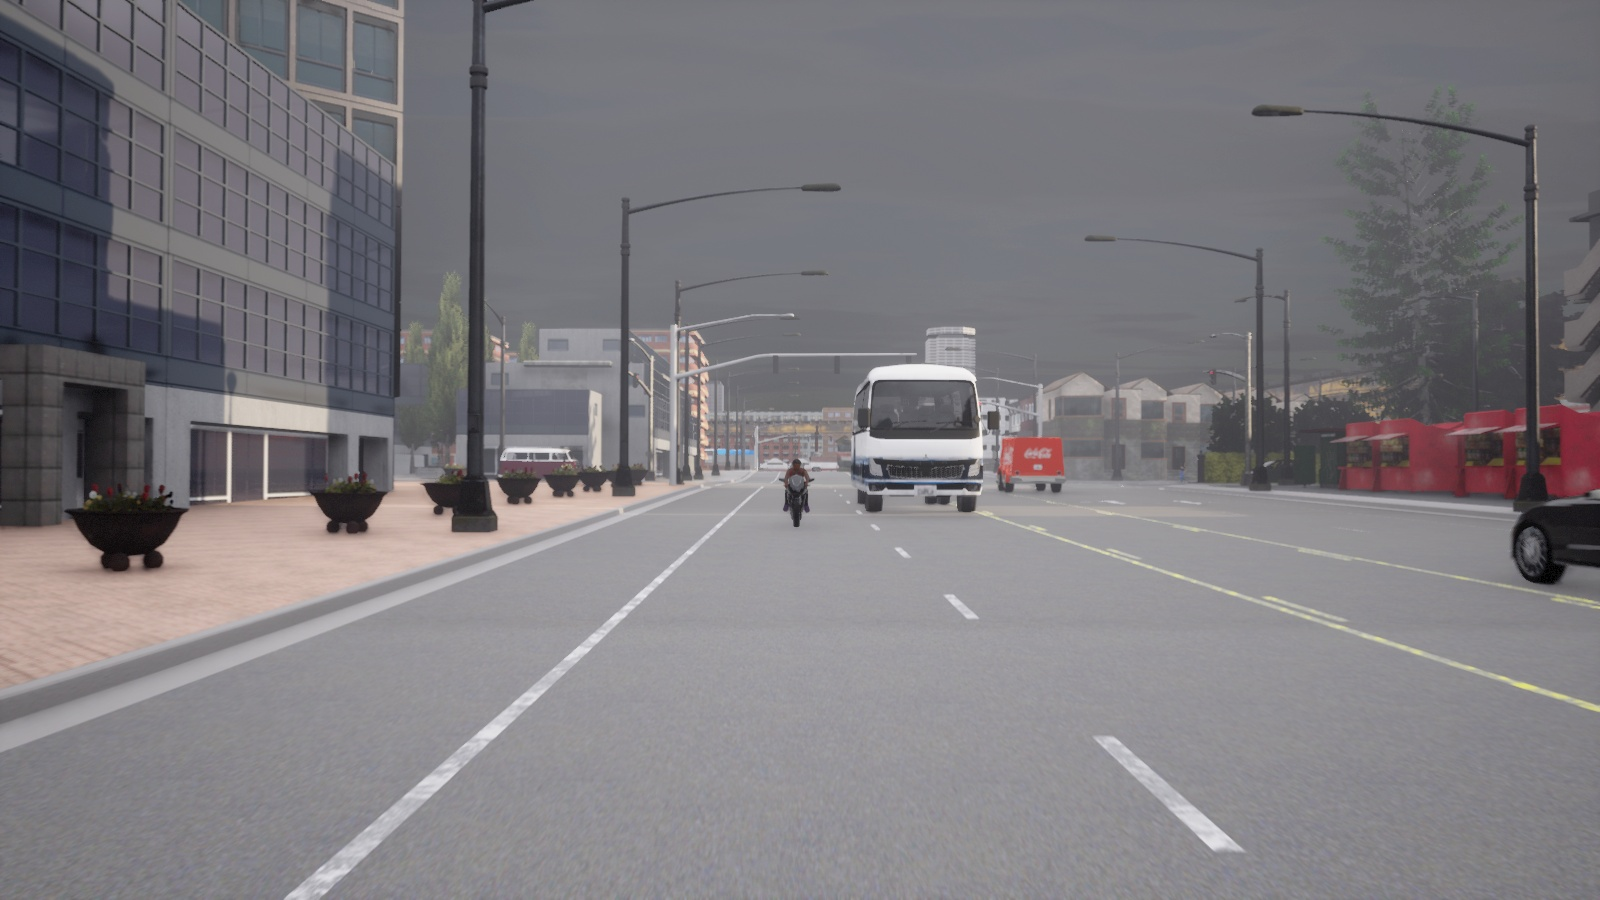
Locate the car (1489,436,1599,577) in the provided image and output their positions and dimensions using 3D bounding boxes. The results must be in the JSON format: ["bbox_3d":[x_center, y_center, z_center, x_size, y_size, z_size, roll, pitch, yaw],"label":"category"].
[{"bbox_3d":[10.464,0.661,14.592,2.152,1.651,5.027,0,0,0],"label":"car"}]

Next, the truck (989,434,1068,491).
[{"bbox_3d":[10.362,0.565,57.306,2.627,2.467,5.204,0,0,0],"label":"truck"}]

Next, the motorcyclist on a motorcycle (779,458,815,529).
[{"bbox_3d":[-0.069,0.952,28.386,0.797,1.523,2.044,0,0,0],"label":"motorcyclist on a motorcycle"}]

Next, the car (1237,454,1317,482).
[{"bbox_3d":[28.120,1.067,74.081,3.988,1.617,1.851,0,-1,0],"label":"car"}]

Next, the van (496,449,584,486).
[{"bbox_3d":[-14.628,1.004,70.817,4.480,2.038,2.069,0,-1,0],"label":"van"}]

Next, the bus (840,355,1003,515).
[{"bbox_3d":[3.401,-0.387,38.559,3.944,4.253,10.273,0,0,0],"label":"bus"}]
